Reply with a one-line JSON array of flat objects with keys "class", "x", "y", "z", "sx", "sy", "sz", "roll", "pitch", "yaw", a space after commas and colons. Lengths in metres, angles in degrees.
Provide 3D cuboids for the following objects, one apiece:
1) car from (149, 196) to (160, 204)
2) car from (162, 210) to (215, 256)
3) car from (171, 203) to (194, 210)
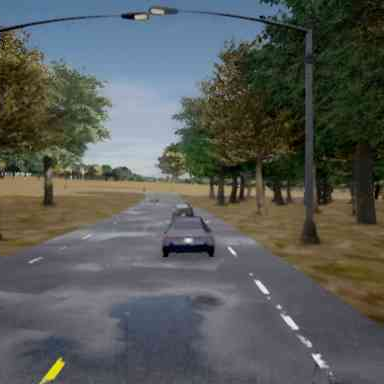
[{"class": "car", "x": -7.325, "y": 1.496, "z": 64.977, "sx": 1.837, "sy": 1.490, "sz": 4.892, "roll": 0, "pitch": 1, "yaw": -5}, {"class": "car", "x": -0.158, "y": 1.658, "z": 13.593, "sx": 1.994, "sy": 1.385, "sz": 4.181, "roll": -1, "pitch": 0, "yaw": -1}, {"class": "car", "x": -0.809, "y": 1.642, "z": 29.010, "sx": 1.812, "sy": 1.442, "sz": 4.674, "roll": 0, "pitch": 0, "yaw": -3}]
